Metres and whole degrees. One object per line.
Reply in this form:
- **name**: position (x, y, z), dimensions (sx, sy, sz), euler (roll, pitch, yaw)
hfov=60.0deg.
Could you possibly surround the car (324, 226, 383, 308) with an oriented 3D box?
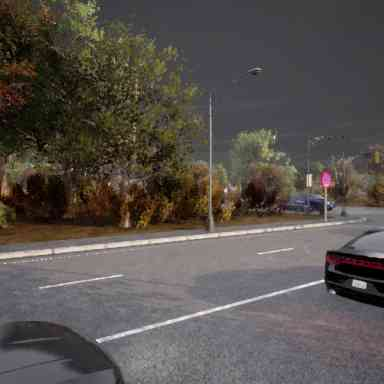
- **car**: position (4.965, 1.478, 7.315), dimensions (5.008, 1.535, 1.882), euler (0, 0, -36)

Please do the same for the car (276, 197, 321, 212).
- **car**: position (12.038, 1.564, 38.165), dimensions (1.994, 1.385, 4.181), euler (0, 0, -32)

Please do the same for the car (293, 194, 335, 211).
- **car**: position (14.638, 1.221, 40.637), dimensions (2.150, 2.045, 5.566), euler (0, 0, -31)

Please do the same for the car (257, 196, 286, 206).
- **car**: position (13.294, 1.479, 56.120), dimensions (1.837, 1.490, 4.892), euler (0, 0, -32)

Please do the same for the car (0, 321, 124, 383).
- **car**: position (-2.749, 1.505, 1.776), dimensions (4.892, 1.490, 1.837), euler (0, 0, -36)
